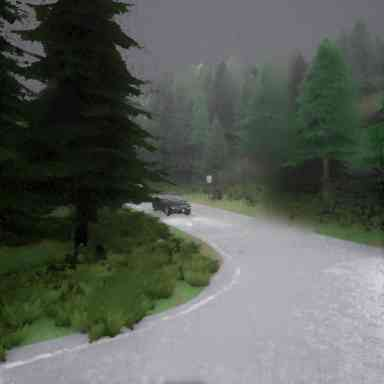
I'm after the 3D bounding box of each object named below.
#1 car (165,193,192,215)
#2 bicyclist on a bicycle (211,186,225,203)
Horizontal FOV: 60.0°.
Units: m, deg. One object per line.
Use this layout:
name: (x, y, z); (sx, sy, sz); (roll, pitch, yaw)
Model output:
car: (-1.633, 0.916, 26.208); (1.837, 1.490, 4.892); (0, 4, -25)
bicyclist on a bicycle: (2.500, 0.215, 33.051); (1.656, 1.620, 0.582); (-16, 10, -23)
